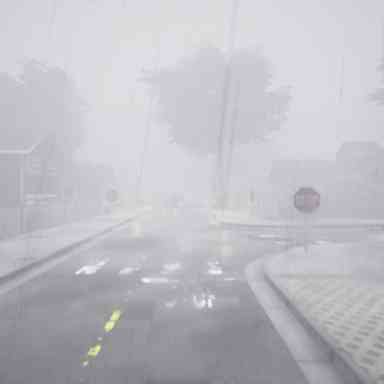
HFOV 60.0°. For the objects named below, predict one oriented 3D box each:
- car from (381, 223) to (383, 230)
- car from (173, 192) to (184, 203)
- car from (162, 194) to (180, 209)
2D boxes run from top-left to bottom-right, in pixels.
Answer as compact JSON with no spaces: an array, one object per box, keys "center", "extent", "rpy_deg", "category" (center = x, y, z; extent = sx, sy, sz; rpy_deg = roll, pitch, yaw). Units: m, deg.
[{"center":[11.456,1.334,14.798],"extent":[5.357,1.411,2.033],"rpy_deg":[-1,0,-1],"category":"car"},{"center":[-2.762,1.057,64.028],"extent":[2.150,2.045,5.566],"rpy_deg":[0,0,0],"category":"car"},{"center":[-2.850,1.402,43.529],"extent":[1.812,1.442,4.674],"rpy_deg":[0,0,0],"category":"car"}]
